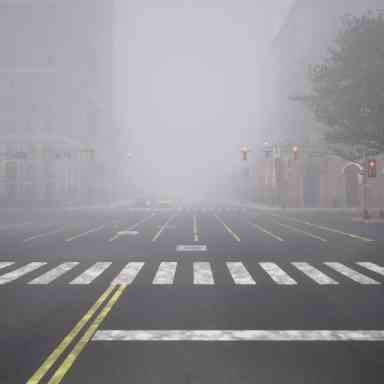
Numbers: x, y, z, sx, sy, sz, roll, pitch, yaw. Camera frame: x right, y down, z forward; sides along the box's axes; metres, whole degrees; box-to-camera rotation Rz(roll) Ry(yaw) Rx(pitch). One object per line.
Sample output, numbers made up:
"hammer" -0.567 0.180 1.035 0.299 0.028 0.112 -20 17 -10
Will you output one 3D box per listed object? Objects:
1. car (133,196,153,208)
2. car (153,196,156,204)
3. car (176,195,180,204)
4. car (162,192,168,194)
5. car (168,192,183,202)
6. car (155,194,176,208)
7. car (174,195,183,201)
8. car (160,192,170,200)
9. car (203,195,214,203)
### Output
"car" -7.177 1.505 47.440 1.837 1.490 4.892 0 0 0
"car" -7.162 1.478 60.378 1.882 1.535 5.008 0 0 0
"car" -3.666 1.601 59.772 1.895 1.301 4.718 0 0 0
"car" -7.015 1.355 71.228 2.097 1.767 4.553 0 0 1
"car" -3.519 1.355 70.712 2.097 1.767 4.553 0 0 1
"car" -3.674 1.478 46.975 1.882 1.535 5.008 0 0 0
"car" -3.389 1.437 85.495 2.128 1.511 4.902 0 0 1
"car" -6.883 1.085 86.226 2.150 2.045 5.566 0 0 1
"car" 3.541 1.353 72.154 2.097 1.767 4.553 0 0 1
